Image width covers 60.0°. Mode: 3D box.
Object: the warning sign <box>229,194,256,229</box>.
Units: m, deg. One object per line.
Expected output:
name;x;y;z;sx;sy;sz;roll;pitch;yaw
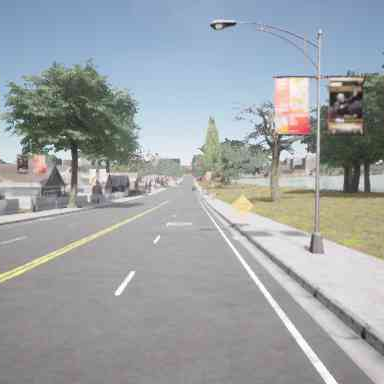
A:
warning sign;2.888;1.077;19.134;1.300;1.860;1.060;2;2;0
